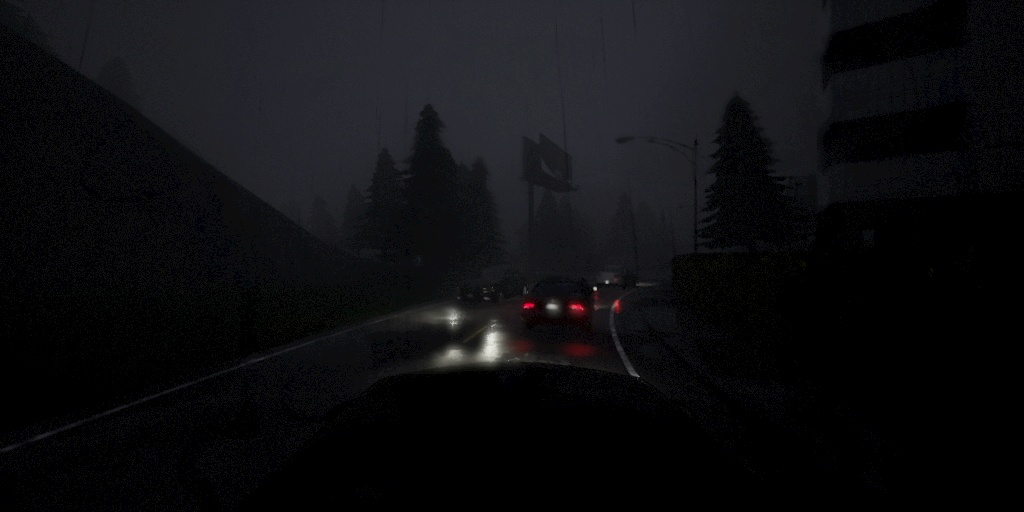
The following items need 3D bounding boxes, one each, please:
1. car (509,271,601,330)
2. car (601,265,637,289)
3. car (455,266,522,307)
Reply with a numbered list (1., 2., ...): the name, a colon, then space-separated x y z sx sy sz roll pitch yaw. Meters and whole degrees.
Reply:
1. car: 1.628 1.315 11.290 2.033 1.411 5.357 0 0 14
2. car: 6.815 1.316 23.372 1.812 1.442 4.674 0 0 30
3. car: -0.750 1.252 16.107 1.882 1.535 5.008 0 0 20
